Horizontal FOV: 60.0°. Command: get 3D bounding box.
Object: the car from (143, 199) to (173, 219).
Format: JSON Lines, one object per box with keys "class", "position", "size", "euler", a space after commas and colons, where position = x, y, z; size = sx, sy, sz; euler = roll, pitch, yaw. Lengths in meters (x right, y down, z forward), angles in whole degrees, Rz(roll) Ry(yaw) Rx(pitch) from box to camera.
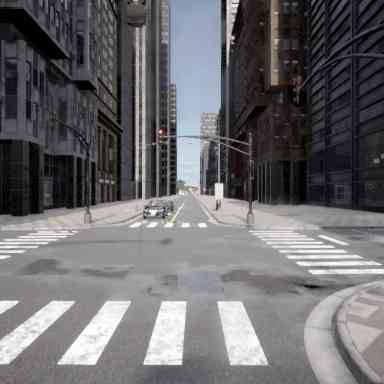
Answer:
{"class": "car", "position": [-3.161, 1.500, 29.481], "size": [2.128, 1.511, 4.902], "euler": [0, 0, 0]}
